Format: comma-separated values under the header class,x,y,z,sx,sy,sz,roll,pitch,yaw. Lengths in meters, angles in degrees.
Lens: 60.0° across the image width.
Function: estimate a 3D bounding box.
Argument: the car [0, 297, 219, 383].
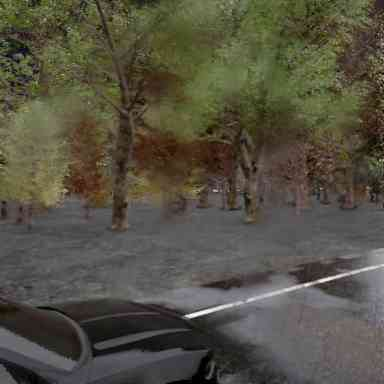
class,x,y,z,sx,sy,sz,roll,pitch,yaw
car,-2.047,1.479,2.285,5.008,1.535,1.882,0,0,-35
